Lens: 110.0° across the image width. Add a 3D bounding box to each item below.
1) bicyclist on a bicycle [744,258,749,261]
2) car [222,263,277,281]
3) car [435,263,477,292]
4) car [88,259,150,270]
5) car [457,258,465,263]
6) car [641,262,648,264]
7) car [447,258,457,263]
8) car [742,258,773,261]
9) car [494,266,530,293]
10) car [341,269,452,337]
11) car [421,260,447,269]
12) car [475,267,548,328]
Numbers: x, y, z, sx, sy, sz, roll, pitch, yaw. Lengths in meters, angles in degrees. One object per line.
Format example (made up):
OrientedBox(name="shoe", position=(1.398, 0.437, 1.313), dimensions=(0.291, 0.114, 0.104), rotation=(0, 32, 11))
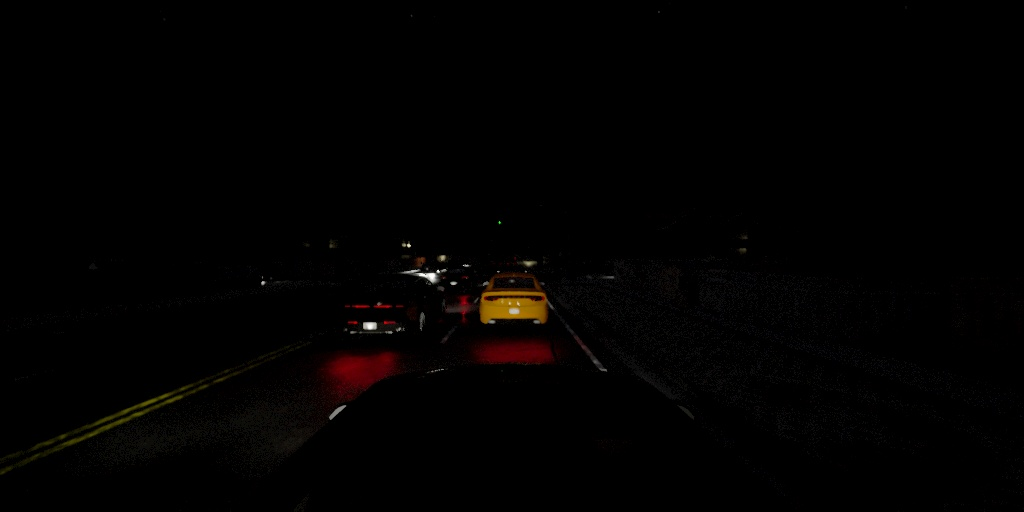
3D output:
OrientedBox(name="bicyclist on a bicycle", position=(18.396, 0.989, 28.075), dimensions=(0.582, 1.620, 1.656), rotation=(0, 0, -2))
OrientedBox(name="car", position=(-22.622, 1.344, 30.432), dimensions=(4.553, 1.767, 2.097), rotation=(0, 0, 2))
OrientedBox(name="car", position=(-3.230, 1.343, 22.164), dimensions=(1.812, 1.442, 4.674), rotation=(0, 0, 0))
OrientedBox(name="car", position=(-33.213, 1.286, 30.951), dimensions=(5.566, 2.045, 2.150), rotation=(0, 0, 4))
OrientedBox(name="car", position=(-9.940, 1.143, 63.218), dimensions=(1.882, 1.535, 5.008), rotation=(0, 1, 0))
OrientedBox(name="car", position=(12.781, 1.265, 33.798), dimensions=(5.357, 1.411, 2.033), rotation=(0, 0, -6))
OrientedBox(name="car", position=(-9.955, 1.316, 53.611), dimensions=(1.994, 1.385, 4.181), rotation=(0, 0, 0))
OrientedBox(name="car", position=(22.757, 0.990, 34.063), dimensions=(4.553, 1.767, 2.097), rotation=(0, 0, -2))
OrientedBox(name="car", position=(0.016, 1.381, 22.221), dimensions=(1.994, 1.385, 4.181), rotation=(0, 0, 0))
OrientedBox(name="car", position=(-3.190, 1.305, 10.485), dimensions=(1.837, 1.490, 4.892), rotation=(0, 0, 0))
OrientedBox(name="car", position=(-9.936, 1.271, 44.427), dimensions=(2.128, 1.511, 4.902), rotation=(0, 0, 0))
OrientedBox(name="car", position=(0.065, 1.280, 11.704), dimensions=(1.882, 1.535, 5.008), rotation=(0, 0, 0))
